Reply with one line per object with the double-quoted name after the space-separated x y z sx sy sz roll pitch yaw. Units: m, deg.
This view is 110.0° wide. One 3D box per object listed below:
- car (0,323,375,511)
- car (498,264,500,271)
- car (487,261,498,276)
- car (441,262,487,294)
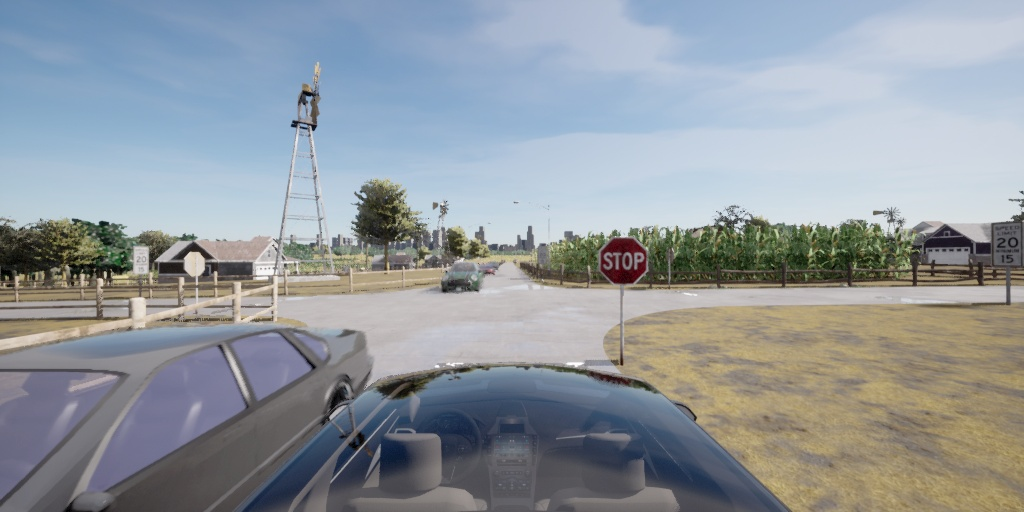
-2.750 1.297 2.551 2.033 1.411 5.357 0 0 0 "car"
-2.976 1.611 57.336 1.837 1.490 4.892 0 0 0 "car"
-2.904 1.524 39.962 1.994 1.385 4.181 0 -1 0 "car"
-2.838 1.177 21.328 2.097 1.767 4.553 -1 0 0 "car"
